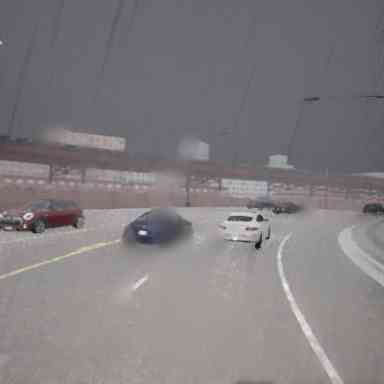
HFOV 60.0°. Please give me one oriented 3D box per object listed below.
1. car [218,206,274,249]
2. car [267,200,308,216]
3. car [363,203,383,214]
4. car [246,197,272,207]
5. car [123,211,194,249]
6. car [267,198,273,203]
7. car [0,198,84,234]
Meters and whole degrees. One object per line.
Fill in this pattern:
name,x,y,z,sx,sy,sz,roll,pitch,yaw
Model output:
car,2.478,1.616,15.298,1.812,1.442,4.674,1,0,19
car,11.458,1.982,38.817,5.357,1.411,2.033,2,-1,-43
car,26.345,2.394,47.825,4.892,1.490,1.837,2,-3,-40
car,10.861,1.777,52.538,2.150,2.045,5.566,1,-1,45
car,-1.302,1.540,14.549,1.994,1.385,4.181,1,0,17
car,14.042,2.110,50.751,4.892,1.490,1.837,2,-1,-44
car,-7.826,1.142,17.672,2.097,1.767,4.553,2,0,19
